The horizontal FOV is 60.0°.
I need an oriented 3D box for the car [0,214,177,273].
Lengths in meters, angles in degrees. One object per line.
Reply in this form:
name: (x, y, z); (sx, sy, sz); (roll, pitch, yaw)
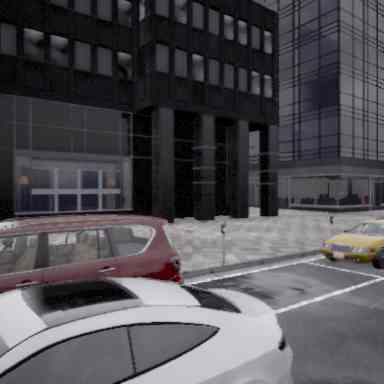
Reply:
car: (-2.459, 1.314, 4.898); (5.009, 1.841, 2.192); (0, 0, -35)

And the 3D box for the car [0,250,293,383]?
car: (-1.155, 1.526, 2.550); (4.674, 1.442, 1.812); (0, 0, -36)

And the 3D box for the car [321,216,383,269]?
car: (6.239, 1.522, 11.099); (4.829, 1.417, 1.752); (0, 0, -35)
